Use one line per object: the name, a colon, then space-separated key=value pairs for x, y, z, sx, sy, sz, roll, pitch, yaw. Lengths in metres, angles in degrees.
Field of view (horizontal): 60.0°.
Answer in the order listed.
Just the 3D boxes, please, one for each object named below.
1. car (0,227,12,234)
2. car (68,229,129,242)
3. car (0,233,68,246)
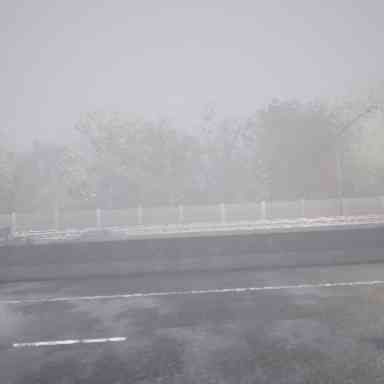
car: x=-16.413 y=3.755 z=25.197 sx=5.566 sy=2.045 sz=2.150 roll=-2 pitch=-4 yaw=-2
car: x=-8.256 y=3.952 z=28.880 sx=5.357 sy=1.411 sz=2.033 roll=-3 pitch=-4 yaw=-1
car: x=-11.353 y=3.611 z=21.824 sx=5.357 sy=1.411 sz=2.033 roll=-3 pitch=-4 yaw=-2
